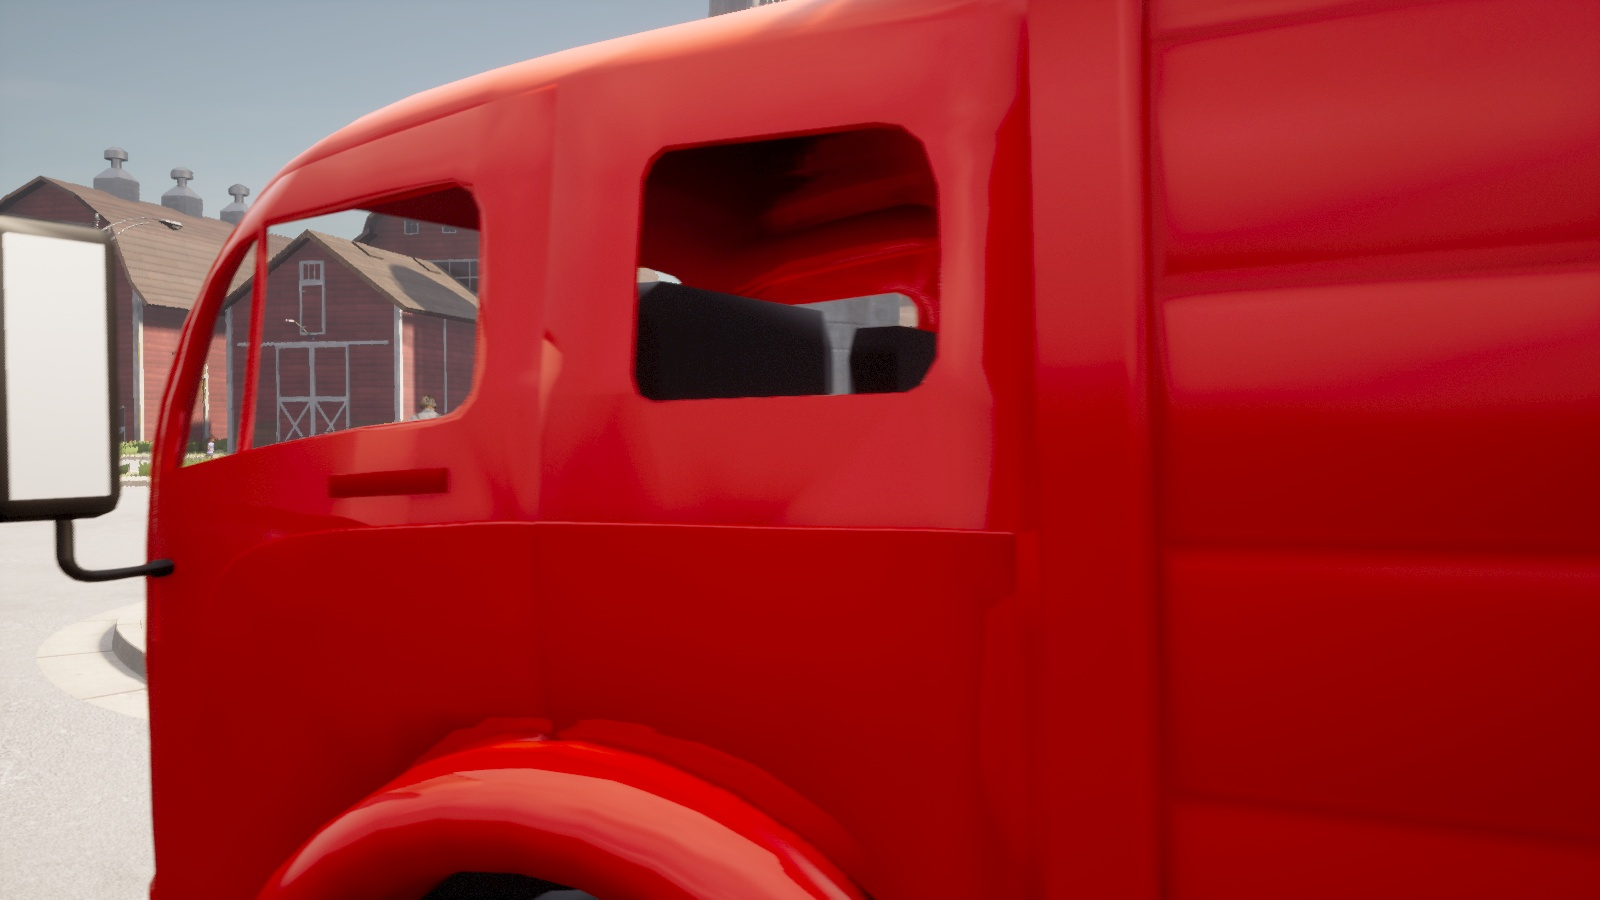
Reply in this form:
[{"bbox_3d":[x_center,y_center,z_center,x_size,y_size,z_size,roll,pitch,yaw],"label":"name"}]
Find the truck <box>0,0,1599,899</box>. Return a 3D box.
[{"bbox_3d":[1.421,0.287,1.747,5.204,2.467,2.627,-1,0,28],"label":"truck"}]
